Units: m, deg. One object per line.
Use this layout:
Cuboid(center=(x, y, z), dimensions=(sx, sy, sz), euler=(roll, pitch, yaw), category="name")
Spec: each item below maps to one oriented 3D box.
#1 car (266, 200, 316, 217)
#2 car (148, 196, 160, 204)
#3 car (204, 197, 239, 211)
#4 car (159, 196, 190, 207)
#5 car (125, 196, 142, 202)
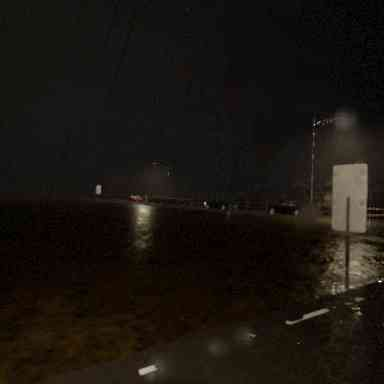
Cuboid(center=(9.193, 1.504, 31.074), dimensions=(1.837, 1.490, 4.892), euler=(3, -1, -35), category="car")
Cuboid(center=(-5.858, 1.380, 58.639), dimensions=(2.033, 1.411, 5.357), euler=(3, -1, -35), category="car")
Cuboid(center=(3.433, 1.388, 39.186), dimensions=(1.837, 1.490, 4.892), euler=(3, -1, -35), category="car")
Cuboid(center=(-2.342, 1.385, 47.326), dimensions=(1.895, 1.301, 4.718), euler=(3, -1, -35), category="car")
Cuboid(center=(-11.857, 1.367, 67.008), dimensions=(1.895, 1.301, 4.718), euler=(3, -1, -35), category="car")
